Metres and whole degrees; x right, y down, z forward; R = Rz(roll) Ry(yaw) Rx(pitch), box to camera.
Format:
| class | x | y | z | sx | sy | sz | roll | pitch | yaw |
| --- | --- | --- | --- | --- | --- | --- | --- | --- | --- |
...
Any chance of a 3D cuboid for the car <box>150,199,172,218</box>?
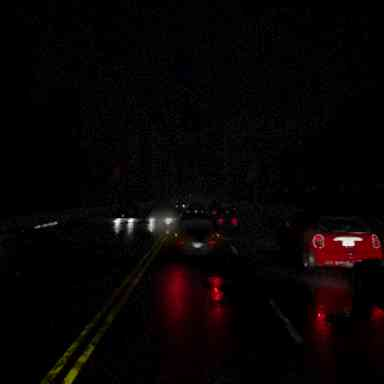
| class | x | y | z | sx | sy | sz | roll | pitch | yaw |
| --- | --- | --- | --- | --- | --- | --- | --- | --- | --- |
| car | -3.070 | 1.755 | 34.052 | 1.882 | 1.535 | 5.008 | 0 | -1 | 1 |

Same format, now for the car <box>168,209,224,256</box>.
| class | x | y | z | sx | sy | sz | roll | pitch | yaw |
| --- | --- | --- | --- | --- | --- | --- | --- | --- | --- |
| car | 0.198 | 1.621 | 13.418 | 1.812 | 1.442 | 4.674 | 0 | -1 | 1 |

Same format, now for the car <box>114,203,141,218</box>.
| class | x | y | z | sx | sy | sz | roll | pitch | yaw |
| --- | --- | --- | --- | --- | --- | --- | --- | --- | --- |
| car | -6.327 | 1.807 | 33.300 | 2.033 | 1.411 | 5.357 | 0 | -1 | 1 |

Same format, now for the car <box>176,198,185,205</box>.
| class | x | y | z | sx | sy | sz | roll | pitch | yaw |
| --- | --- | --- | --- | --- | --- | --- | --- | --- | --- |
| car | -2.607 | 2.068 | 75.884 | 1.882 | 1.535 | 5.008 | 0 | -1 | 0 |

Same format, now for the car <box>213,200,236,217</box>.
| class | x | y | z | sx | sy | sz | roll | pitch | yaw |
| --- | --- | --- | --- | --- | --- | --- | --- | --- | --- |
| car | 3.598 | 1.841 | 35.756 | 1.812 | 1.442 | 4.674 | 0 | 0 | 1 |

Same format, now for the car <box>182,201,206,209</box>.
| class | x | y | z | sx | sy | sz | roll | pitch | yaw |
| --- | --- | --- | --- | --- | --- | --- | --- | --- | --- |
| car | 0.365 | 1.819 | 32.171 | 2.033 | 1.411 | 5.357 | 0 | -1 | 1 |

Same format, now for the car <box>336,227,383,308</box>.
| class | x | y | z | sx | sy | sz | roll | pitch | yaw |
| --- | --- | --- | --- | --- | --- | --- | --- | --- | --- |
| car | 4.255 | 1.570 | 5.279 | 1.812 | 1.442 | 4.674 | 0 | 0 | 0 |

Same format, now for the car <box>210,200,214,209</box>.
| class | x | y | z | sx | sy | sz | roll | pitch | yaw |
| --- | --- | --- | --- | --- | --- | --- | --- | --- | --- |
| car | 3.664 | 1.927 | 48.072 | 2.128 | 1.511 | 4.902 | 0 | 0 | 1 |

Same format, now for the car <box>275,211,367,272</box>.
| class | x | y | z | sx | sy | sz | roll | pitch | yaw |
| --- | --- | --- | --- | --- | --- | --- | --- | --- | --- |
| car | 4.306 | 1.442 | 11.252 | 2.097 | 1.767 | 4.553 | 0 | 0 | 0 |
